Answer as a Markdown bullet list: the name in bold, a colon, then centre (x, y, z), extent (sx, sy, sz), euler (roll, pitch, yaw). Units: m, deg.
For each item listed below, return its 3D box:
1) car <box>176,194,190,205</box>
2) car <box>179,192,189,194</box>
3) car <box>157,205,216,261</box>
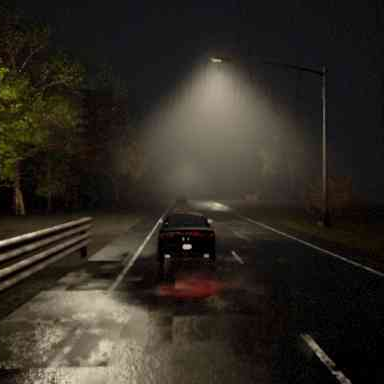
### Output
- **car**: centre (-1.578, 1.413, 51.307), extent (2.128, 1.511, 4.902), euler (0, 0, -2)
- **car**: centre (-2.214, 1.241, 69.650), extent (2.097, 1.767, 4.553), euler (0, 0, -2)
- **car**: centre (-0.232, 1.464, 12.283), extent (1.882, 1.535, 5.008), euler (0, 0, -2)
